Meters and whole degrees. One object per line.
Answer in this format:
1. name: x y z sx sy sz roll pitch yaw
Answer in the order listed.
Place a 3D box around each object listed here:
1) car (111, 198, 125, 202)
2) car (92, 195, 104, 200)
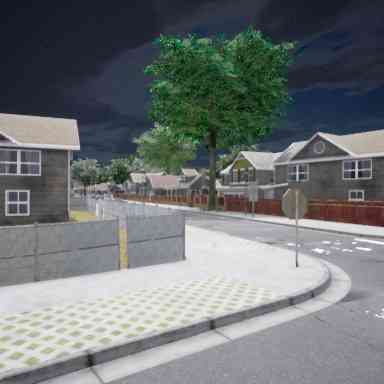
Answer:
1. car: -11.867 1.606 52.665 1.895 1.301 4.718 0 0 -23
2. car: -25.112 1.449 90.449 2.128 1.511 4.902 0 0 -23
